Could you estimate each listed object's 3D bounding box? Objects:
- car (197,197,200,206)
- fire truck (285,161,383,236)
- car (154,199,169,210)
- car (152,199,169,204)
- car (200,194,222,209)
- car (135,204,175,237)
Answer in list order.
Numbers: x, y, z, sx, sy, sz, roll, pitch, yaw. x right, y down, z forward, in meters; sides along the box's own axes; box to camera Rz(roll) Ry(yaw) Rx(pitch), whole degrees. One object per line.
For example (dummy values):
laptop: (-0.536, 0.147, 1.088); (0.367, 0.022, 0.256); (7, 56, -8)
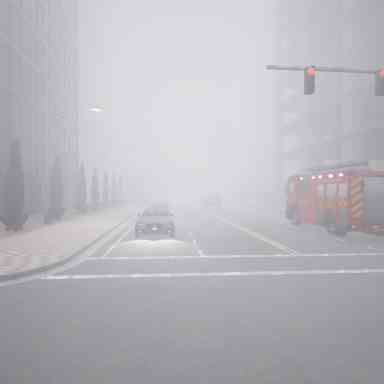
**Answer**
car: (2.028, 1.415, 57.433); (2.097, 1.767, 4.553); (0, 0, -5)
fire truck: (8.517, 0.391, 20.027); (2.891, 3.827, 8.468); (0, 0, -5)
car: (-4.046, 1.620, 44.677); (1.994, 1.385, 4.181); (0, 0, -4)
car: (-2.816, 1.594, 28.711); (2.033, 1.411, 5.357); (0, 0, -5)
car: (2.895, 1.279, 47.050); (2.150, 2.045, 5.566); (0, 0, -4)
car: (-1.975, 1.605, 18.107); (1.994, 1.385, 4.181); (0, 0, -5)
